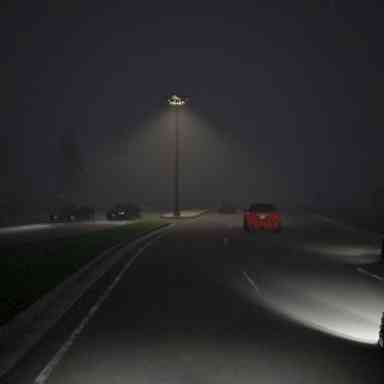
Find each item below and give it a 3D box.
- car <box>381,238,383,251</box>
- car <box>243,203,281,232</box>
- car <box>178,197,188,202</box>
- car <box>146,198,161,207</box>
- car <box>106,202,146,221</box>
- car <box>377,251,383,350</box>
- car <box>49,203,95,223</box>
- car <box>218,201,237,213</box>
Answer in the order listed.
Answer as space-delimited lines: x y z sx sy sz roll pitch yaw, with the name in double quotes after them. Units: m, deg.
6.900 1.536 8.448 1.882 1.535 5.008 0 0 -1 "car"
4.427 1.505 21.505 2.097 1.767 4.553 0 0 8 "car"
-2.042 1.672 68.432 1.812 1.442 4.674 0 0 11 "car"
-7.157 1.919 60.769 1.882 1.535 5.008 0 0 12 "car"
-6.076 1.726 30.177 1.837 1.490 4.892 0 0 12 "car"
3.538 1.583 2.805 1.994 1.385 4.181 0 0 -2 "car"
-10.070 1.700 28.213 2.128 1.511 4.902 0 0 12 "car"
4.395 1.818 40.889 1.812 1.442 4.674 0 0 10 "car"
